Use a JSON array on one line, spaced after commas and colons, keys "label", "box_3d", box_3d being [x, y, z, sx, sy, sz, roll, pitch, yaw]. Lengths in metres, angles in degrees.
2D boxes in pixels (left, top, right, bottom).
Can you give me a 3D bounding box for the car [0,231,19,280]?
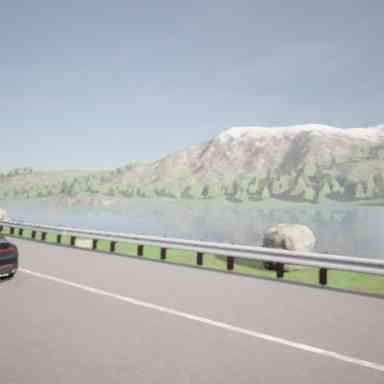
[{"label": "car", "box_3d": [-6.494, 1.557, 8.956, 4.892, 1.490, 1.837, 0, 0, 38]}]
